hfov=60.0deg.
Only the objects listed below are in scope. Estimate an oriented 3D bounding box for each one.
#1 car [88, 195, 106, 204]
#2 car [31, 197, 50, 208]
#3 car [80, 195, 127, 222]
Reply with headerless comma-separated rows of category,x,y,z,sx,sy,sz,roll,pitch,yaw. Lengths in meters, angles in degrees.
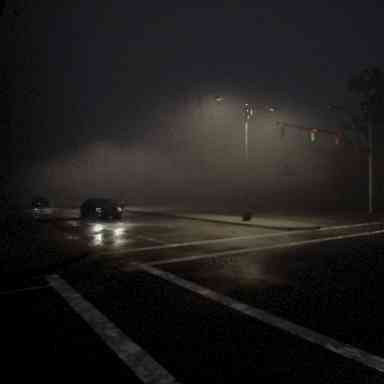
car,-17.730,1.374,61.699,1.812,1.442,4.674,0,0,-35
car,-20.997,1.439,46.078,1.837,1.490,4.892,-1,0,-34
car,-7.129,1.288,25.881,2.097,1.767,4.553,0,0,-35
